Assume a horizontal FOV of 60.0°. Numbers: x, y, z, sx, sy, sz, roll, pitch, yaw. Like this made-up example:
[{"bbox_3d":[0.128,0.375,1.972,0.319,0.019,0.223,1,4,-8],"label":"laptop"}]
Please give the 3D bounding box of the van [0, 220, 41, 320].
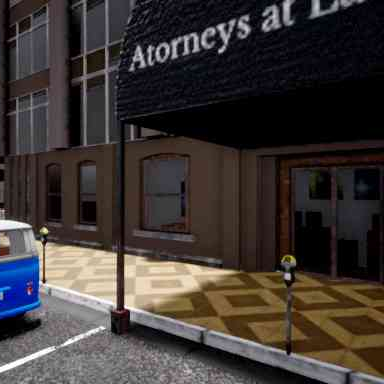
[{"bbox_3d":[-4.455,1.341,6.043,3.998,1.788,1.690,0,0,35],"label":"van"}]
